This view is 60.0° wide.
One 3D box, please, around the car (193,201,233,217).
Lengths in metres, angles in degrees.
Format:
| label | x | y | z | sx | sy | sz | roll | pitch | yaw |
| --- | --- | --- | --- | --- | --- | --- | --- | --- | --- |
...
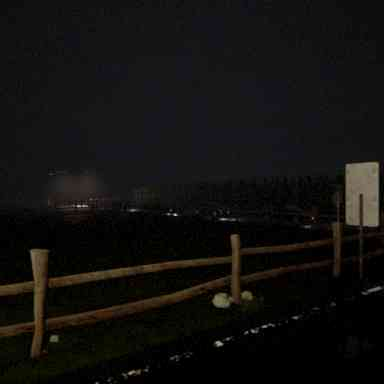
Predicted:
| label | x | y | z | sx | sy | sz | roll | pitch | yaw |
| --- | --- | --- | --- | --- | --- | --- | --- | --- | --- |
| car | 2.047 | 1.706 | 33.344 | 1.837 | 1.490 | 4.892 | 0 | 0 | -35 |

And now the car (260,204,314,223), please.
| label | x | y | z | sx | sy | sz | roll | pitch | yaw |
| --- | --- | --- | --- | --- | --- | --- | --- | --- | --- |
| car | 7.369 | 1.653 | 25.869 | 1.812 | 1.442 | 4.674 | 0 | 0 | -35 |

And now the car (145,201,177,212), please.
| label | x | y | z | sx | sy | sz | roll | pitch | yaw |
| --- | --- | --- | --- | --- | --- | --- | --- | --- | --- |
| car | -4.045 | 1.836 | 41.889 | 2.033 | 1.411 | 5.357 | 0 | 0 | -36 |

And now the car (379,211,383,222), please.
| label | x | y | z | sx | sy | sz | roll | pitch | yaw |
| --- | --- | --- | --- | --- | --- | --- | --- | --- | --- |
| car | 13.824 | 1.616 | 21.899 | 1.994 | 1.385 | 4.181 | 0 | 0 | -36 |

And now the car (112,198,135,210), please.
| label | x | y | z | sx | sy | sz | roll | pitch | yaw |
| --- | --- | --- | --- | --- | --- | --- | --- | --- | --- |
| car | -10.538 | 1.739 | 51.100 | 2.097 | 1.767 | 4.553 | 0 | 0 | -34 |
